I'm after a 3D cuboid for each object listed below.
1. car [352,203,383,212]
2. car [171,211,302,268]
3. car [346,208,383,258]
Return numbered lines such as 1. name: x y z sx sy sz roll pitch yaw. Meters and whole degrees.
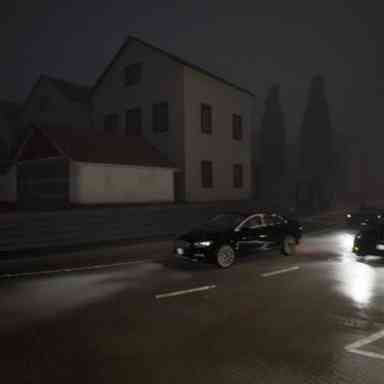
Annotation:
1. car: 10.408 1.338 19.261 1.895 1.301 4.718 -1 0 39
2. car: 1.616 1.402 11.029 4.902 1.511 2.128 -1 0 -36
3. car: 7.006 1.396 10.992 4.181 1.385 1.994 -1 0 -41
